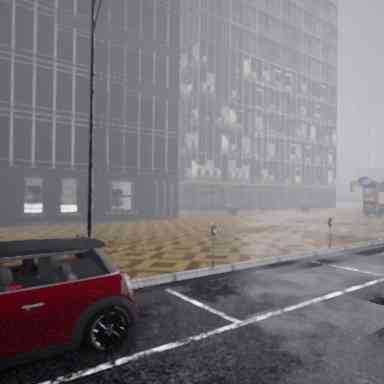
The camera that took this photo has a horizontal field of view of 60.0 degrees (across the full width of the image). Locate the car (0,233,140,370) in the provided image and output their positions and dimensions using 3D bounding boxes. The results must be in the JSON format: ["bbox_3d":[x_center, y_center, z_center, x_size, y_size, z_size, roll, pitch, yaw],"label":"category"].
[{"bbox_3d":[-2.880,1.441,4.494,4.097,1.590,1.967,0,1,-36],"label":"car"}]

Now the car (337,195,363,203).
[{"bbox_3d":[38.186,1.714,79.566,2.192,1.841,5.009,1,-1,-35],"label":"car"}]
